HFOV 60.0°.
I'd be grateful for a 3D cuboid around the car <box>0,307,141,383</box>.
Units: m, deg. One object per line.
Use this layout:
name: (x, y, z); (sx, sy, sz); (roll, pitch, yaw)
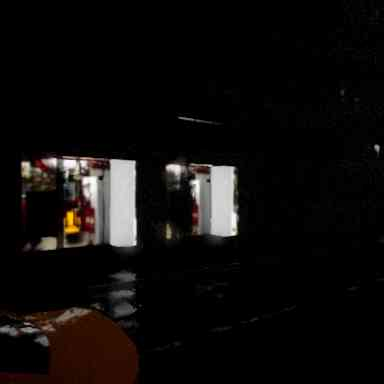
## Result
car: (-2.627, 1.479, 1.500); (5.008, 1.535, 1.882); (0, 0, -35)
